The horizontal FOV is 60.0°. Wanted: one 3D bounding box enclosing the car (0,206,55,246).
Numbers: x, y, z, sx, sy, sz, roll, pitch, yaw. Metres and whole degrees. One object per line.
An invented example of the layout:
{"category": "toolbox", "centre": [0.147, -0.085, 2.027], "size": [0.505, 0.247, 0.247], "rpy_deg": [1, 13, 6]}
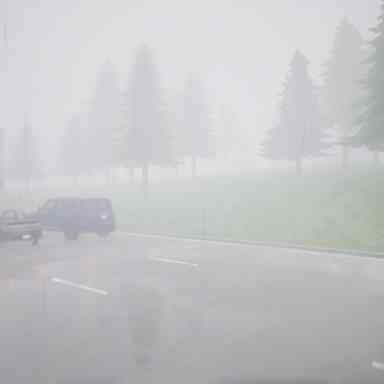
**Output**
{"category": "car", "centre": [-8.269, 1.494, 14.066], "size": [4.902, 1.511, 2.128], "rpy_deg": [0, 0, 36]}

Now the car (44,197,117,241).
{"category": "car", "centre": [-6.261, 1.257, 16.933], "size": [5.566, 2.045, 2.150], "rpy_deg": [0, 0, 36]}
